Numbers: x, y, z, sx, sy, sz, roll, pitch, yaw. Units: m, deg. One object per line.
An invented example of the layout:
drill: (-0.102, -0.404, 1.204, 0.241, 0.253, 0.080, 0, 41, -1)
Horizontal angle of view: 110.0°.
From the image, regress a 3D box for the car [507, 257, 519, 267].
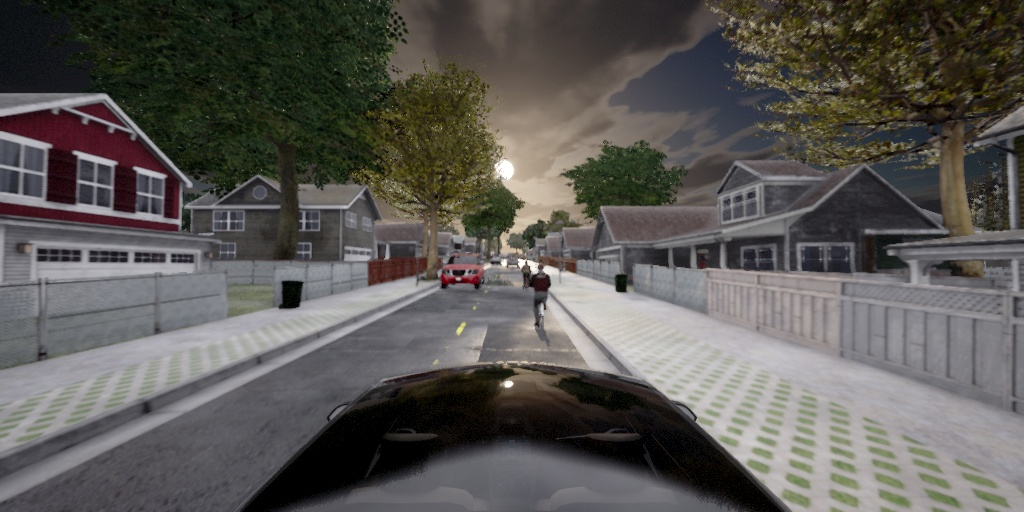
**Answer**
car: (0.093, 0.946, 56.214, 2.128, 1.511, 4.902, 0, 0, 0)

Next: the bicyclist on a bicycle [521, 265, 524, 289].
bicyclist on a bicycle: (0.760, 1.096, 18.879, 0.582, 1.620, 1.656, 0, 0, 0)

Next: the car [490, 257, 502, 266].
car: (-2.780, 0.900, 63.297, 1.882, 1.535, 5.008, 0, 0, 1)

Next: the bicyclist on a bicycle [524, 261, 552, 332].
bicyclist on a bicycle: (0.759, 1.069, 9.693, 0.659, 1.776, 1.843, 0, 1, 0)

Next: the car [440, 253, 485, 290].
car: (-2.850, 0.847, 21.863, 2.150, 2.045, 5.566, 0, 0, 0)
